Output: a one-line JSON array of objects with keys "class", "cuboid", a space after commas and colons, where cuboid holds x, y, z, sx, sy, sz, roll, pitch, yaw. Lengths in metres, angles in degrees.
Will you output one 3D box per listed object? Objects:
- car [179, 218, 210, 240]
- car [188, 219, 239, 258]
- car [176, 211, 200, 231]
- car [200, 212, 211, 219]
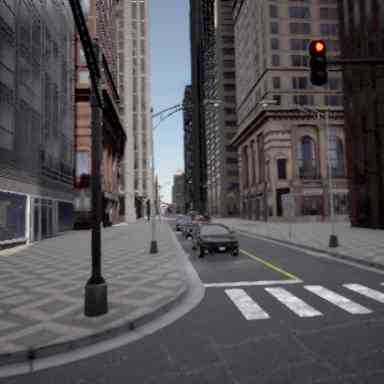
[{"class": "car", "cuboid": [0.249, 3.021, 26.603, 1.895, 1.301, 4.718, -1, -3, -5]}, {"class": "car", "cuboid": [1.097, 2.382, 17.291, 1.882, 1.535, 5.008, -1, -3, -5]}, {"class": "car", "cuboid": [-0.677, 3.340, 36.812, 2.097, 1.767, 4.553, -1, -3, -5]}, {"class": "car", "cuboid": [1.594, 3.936, 46.484, 1.882, 1.535, 5.008, -1, -3, -5]}]
